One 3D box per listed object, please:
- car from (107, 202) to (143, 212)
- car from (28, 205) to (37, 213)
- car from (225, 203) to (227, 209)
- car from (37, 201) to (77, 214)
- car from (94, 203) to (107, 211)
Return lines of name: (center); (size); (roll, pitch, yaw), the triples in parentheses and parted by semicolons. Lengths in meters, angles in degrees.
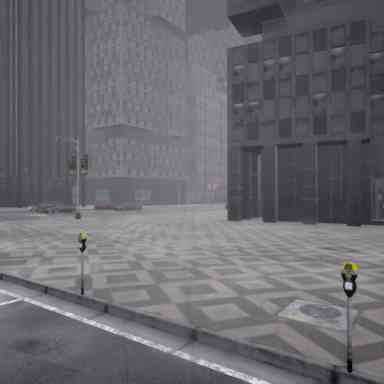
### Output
car: (-9.935, 2.261, 51.131); (2.033, 1.411, 5.357); (0, -1, 36)
car: (-19.086, 2.000, 43.959); (2.128, 1.511, 4.902); (0, -1, 36)
car: (8.264, 2.469, 65.004); (2.097, 1.767, 4.553); (0, -1, 35)
car: (-16.654, 2.059, 41.796); (1.994, 1.385, 4.181); (0, -1, 35)
car: (-13.086, 2.305, 52.313); (1.895, 1.301, 4.718); (0, -1, 36)
